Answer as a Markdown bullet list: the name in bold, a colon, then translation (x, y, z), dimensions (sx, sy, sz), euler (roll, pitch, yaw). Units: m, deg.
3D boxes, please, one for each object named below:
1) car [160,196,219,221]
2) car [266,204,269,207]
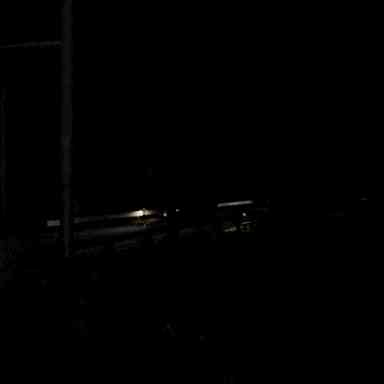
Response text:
- **car**: translation (-0.119, 1.073, 23.081), dimensions (2.128, 1.511, 4.902), euler (0, 3, 41)
- **car**: translation (9.353, 0.743, 33.611), dimensions (1.882, 1.535, 5.008), euler (0, 1, 43)
